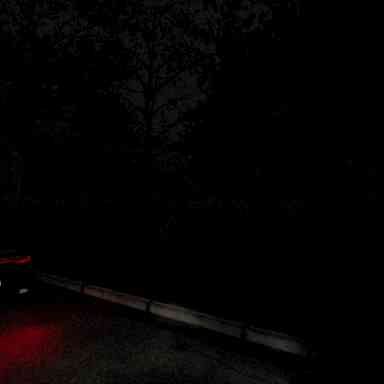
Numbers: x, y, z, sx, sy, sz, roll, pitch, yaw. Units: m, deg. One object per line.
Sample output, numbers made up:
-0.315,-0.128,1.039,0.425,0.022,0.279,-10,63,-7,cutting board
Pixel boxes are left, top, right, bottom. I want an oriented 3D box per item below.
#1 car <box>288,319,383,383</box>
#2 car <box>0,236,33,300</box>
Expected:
2.646,1.351,1.476,4.553,1.767,2.097,0,0,36,car
-5.539,1.488,7.378,5.008,1.535,1.882,0,0,36,car
